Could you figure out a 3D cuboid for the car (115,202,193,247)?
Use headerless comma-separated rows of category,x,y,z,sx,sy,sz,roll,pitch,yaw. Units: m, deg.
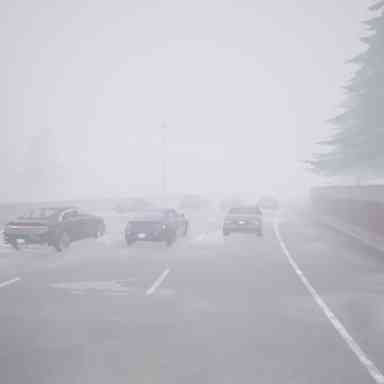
car,-1.382,1.360,14.186,1.812,1.442,4.674,0,1,10

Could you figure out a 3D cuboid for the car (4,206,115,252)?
car,-5.118,1.335,13.134,2.128,1.511,4.902,0,1,10

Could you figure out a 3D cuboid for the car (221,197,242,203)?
car,4.322,1.159,35.241,1.994,1.385,4.181,0,1,20

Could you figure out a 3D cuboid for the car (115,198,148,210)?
car,-4.959,1.204,29.478,2.033,1.411,5.357,0,1,16

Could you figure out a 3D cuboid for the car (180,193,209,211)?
car,0.292,0.957,34.304,2.097,1.767,4.553,0,1,18

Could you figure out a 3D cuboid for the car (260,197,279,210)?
car,8.109,1.160,35.410,1.994,1.385,4.181,0,1,20

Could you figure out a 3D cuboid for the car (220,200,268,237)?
car,2.691,1.353,16.950,2.033,1.411,5.357,0,1,12
